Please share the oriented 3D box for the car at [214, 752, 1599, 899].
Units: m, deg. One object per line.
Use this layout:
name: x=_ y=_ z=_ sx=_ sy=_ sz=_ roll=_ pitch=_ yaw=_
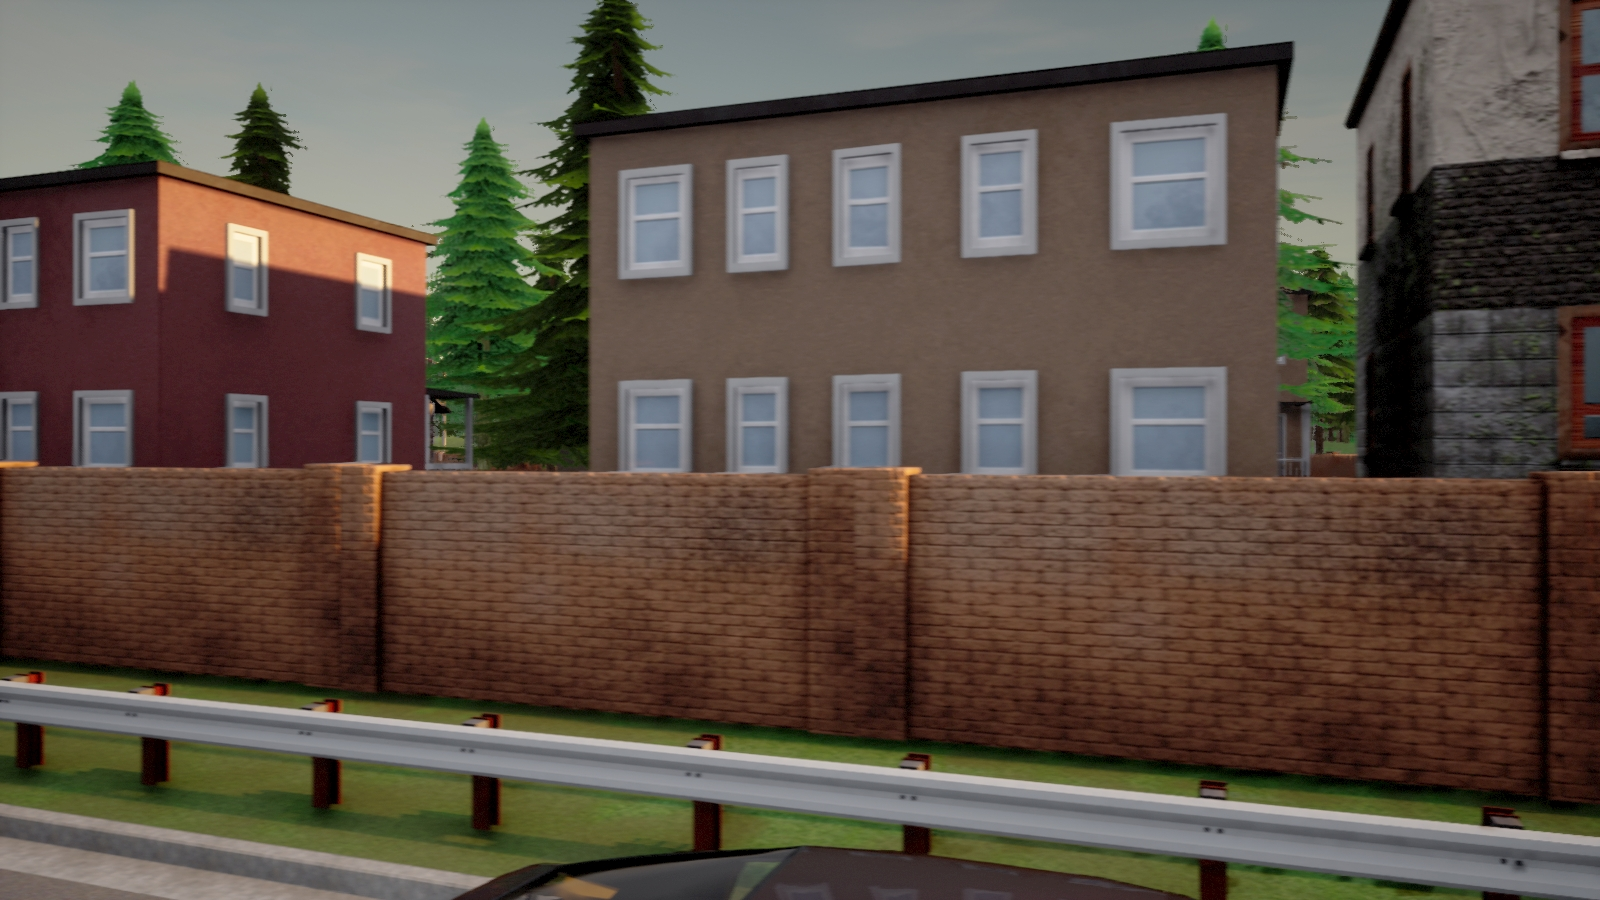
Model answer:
car: x=0.700 y=2.037 z=3.049 sx=4.514 sy=1.525 sz=2.007 roll=0 pitch=0 yaw=20
